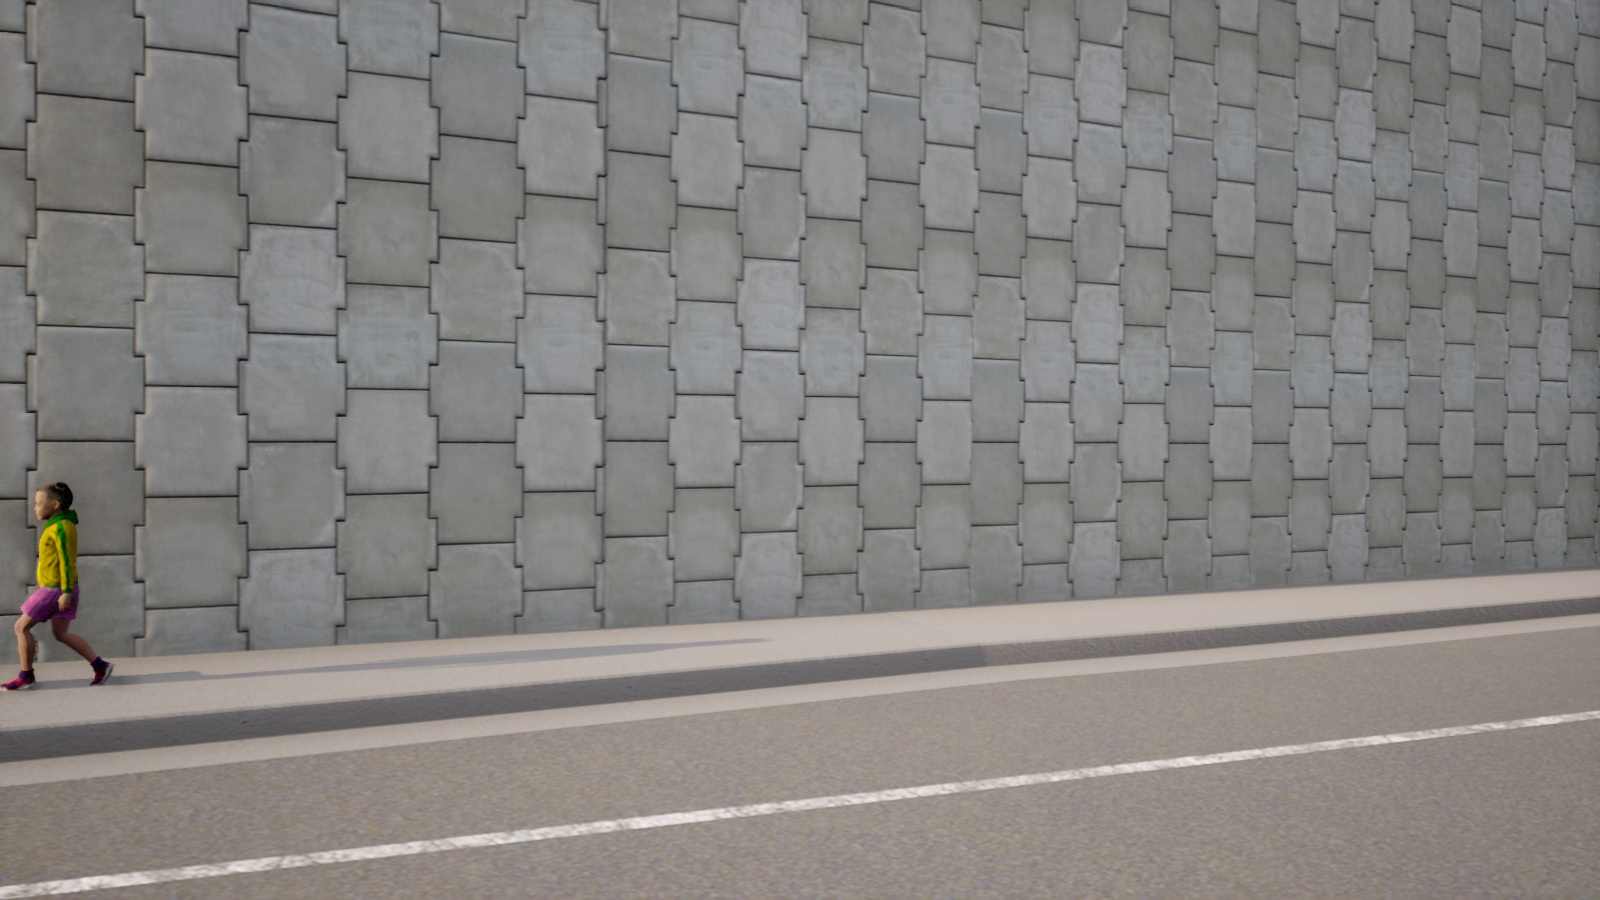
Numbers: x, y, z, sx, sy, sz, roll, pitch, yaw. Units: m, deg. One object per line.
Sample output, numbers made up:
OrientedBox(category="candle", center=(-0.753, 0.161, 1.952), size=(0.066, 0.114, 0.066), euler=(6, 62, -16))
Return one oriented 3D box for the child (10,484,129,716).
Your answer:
OrientedBox(category="child", center=(-3.827, 0.769, 6.599), size=(0.473, 1.160, 0.299), euler=(-1, 1, -20))
